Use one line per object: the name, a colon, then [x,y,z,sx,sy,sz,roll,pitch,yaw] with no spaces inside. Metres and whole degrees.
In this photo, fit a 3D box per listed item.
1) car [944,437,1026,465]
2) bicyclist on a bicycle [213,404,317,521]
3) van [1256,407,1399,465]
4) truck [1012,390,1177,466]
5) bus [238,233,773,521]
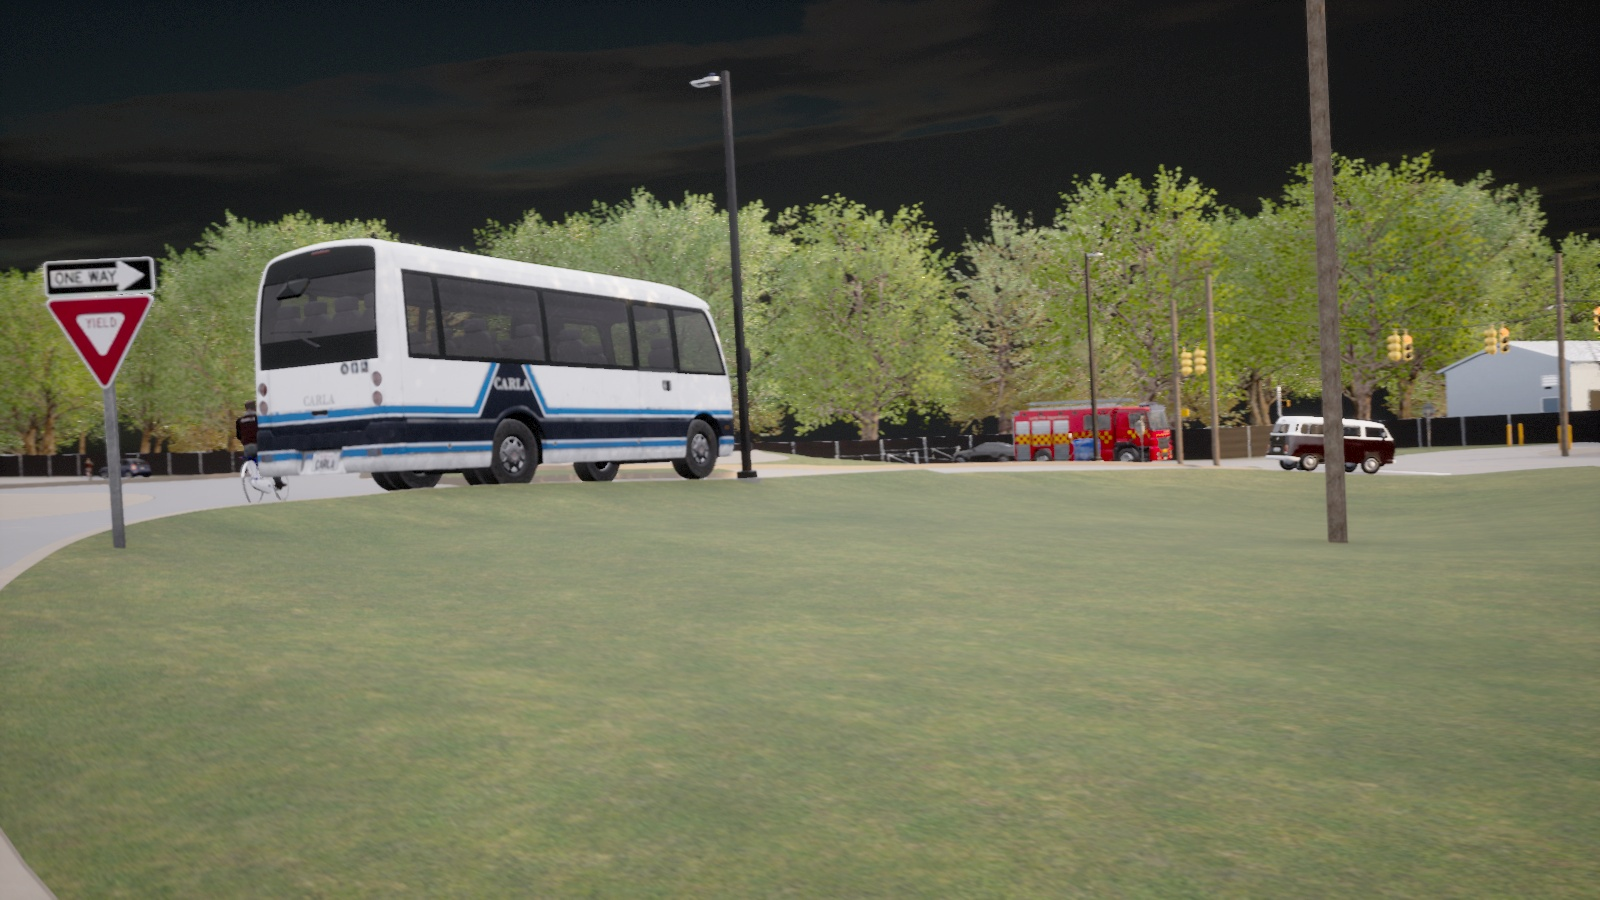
car: [11.580,0.077,78.757,4.674,1.442,1.812,-3,2,30]
bicyclist on a bicycle: [-8.954,0.203,21.105,0.659,1.776,1.843,-11,0,-1]
van: [19.836,-0.525,47.349,4.480,2.038,2.069,2,1,-7]
truck: [16.623,-1.195,71.193,8.468,3.827,2.891,-2,2,35]
bus: [-4.993,-1.201,24.441,3.944,4.253,10.273,-4,0,30]
